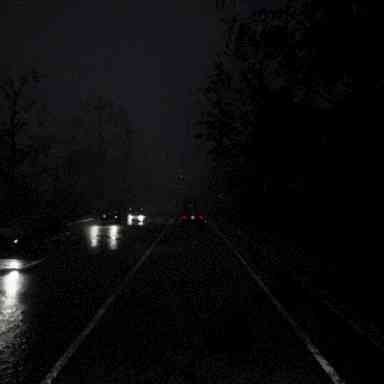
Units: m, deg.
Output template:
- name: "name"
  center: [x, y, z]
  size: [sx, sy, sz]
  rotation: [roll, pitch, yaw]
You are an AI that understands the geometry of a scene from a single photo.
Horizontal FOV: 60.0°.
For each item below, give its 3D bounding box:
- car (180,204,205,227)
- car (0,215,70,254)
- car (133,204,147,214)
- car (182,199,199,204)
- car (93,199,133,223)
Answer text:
- name: "car"
  center: [0.037, 1.933, 26.486]
  size: [2.033, 1.411, 5.357]
  rotation: [0, -1, 0]
- name: "car"
  center: [-7.092, 1.725, 14.652]
  size: [2.033, 1.411, 5.357]
  rotation: [0, -1, 0]
- name: "car"
  center: [-7.275, 2.352, 45.364]
  size: [1.895, 1.301, 4.718]
  rotation: [0, -1, -1]
- name: "car"
  center: [-0.249, 1.942, 47.445]
  size: [2.150, 2.045, 5.566]
  rotation: [0, 0, 0]
- name: "car"
  center: [-7.154, 1.669, 29.904]
  size: [2.150, 2.045, 5.566]
  rotation: [0, -1, 0]
